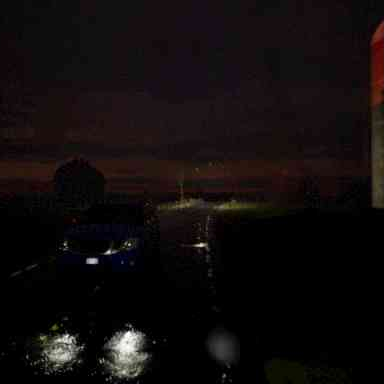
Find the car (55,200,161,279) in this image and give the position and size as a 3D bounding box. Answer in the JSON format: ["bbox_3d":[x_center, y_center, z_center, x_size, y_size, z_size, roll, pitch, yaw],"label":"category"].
[{"bbox_3d":[-2.291,1.296,10.623,2.150,2.045,5.566,0,0,1],"label":"car"}]
